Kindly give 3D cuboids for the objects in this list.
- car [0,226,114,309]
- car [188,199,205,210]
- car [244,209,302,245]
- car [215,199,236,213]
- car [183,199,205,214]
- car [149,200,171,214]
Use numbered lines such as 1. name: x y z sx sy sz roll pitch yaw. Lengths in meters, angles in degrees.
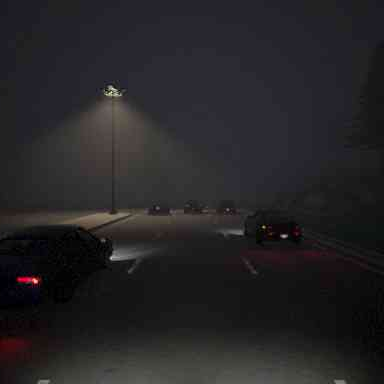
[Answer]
1. car: -3.396 1.547 8.121 2.033 1.411 5.357 0 0 0
2. car: 0.650 1.601 44.536 1.895 1.301 4.718 0 0 6
3. car: 3.604 1.525 15.287 1.812 1.442 4.674 0 0 0
4. car: 3.664 1.504 36.301 1.837 1.490 4.892 0 0 1
5. car: 0.149 1.526 35.380 1.812 1.442 4.674 0 0 1
6. car: -3.350 1.564 34.997 1.994 1.385 4.181 0 0 1
